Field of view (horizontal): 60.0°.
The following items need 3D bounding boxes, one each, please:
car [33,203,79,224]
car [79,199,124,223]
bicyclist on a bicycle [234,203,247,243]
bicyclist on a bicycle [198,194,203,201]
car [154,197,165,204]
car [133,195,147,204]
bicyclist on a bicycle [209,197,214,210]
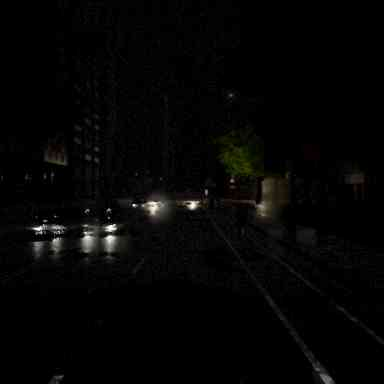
[{"bbox_3d":[-9.860,1.554,24.989,2.033,1.411,5.357,0,0,0],"label":"car"},{"bbox_3d":[-6.610,1.359,25.287,2.097,1.767,4.553,0,0,0],"label":"car"},{"bbox_3d":[2.227,1.388,15.322,0.659,1.776,1.843,0,3,0],"label":"bicyclist on a bicycle"},{"bbox_3d":[2.341,1.457,77.931,0.659,1.776,1.843,-1,1,4],"label":"bicyclist on a bicycle"},{"bbox_3d":[-6.530,1.642,66.830,1.895,1.301,4.718,0,0,0],"label":"car"},{"bbox_3d":[-9.801,1.390,62.483,2.097,1.767,4.553,0,0,1],"label":"car"},{"bbox_3d":[2.368,1.467,39.924,0.582,1.620,1.656,-1,0,5],"label":"bicyclist on a bicycle"}]
